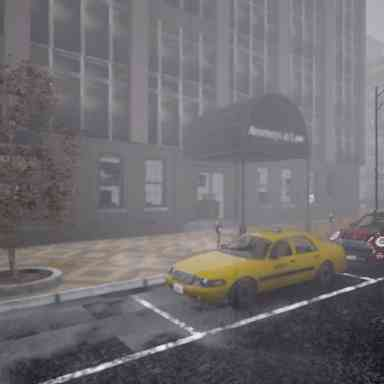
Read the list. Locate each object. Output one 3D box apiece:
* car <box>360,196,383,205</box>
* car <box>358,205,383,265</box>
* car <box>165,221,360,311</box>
[{"bbox_3d":[19.587,1.172,34.623,1.887,1.381,4.507,2,0,-36],"label":"car"},{"bbox_3d":[6.383,1.412,11.066,4.097,1.590,1.967,0,1,-35],"label":"car"},{"bbox_3d":[1.710,1.512,7.752,4.829,1.417,1.752,0,1,-35],"label":"car"}]
